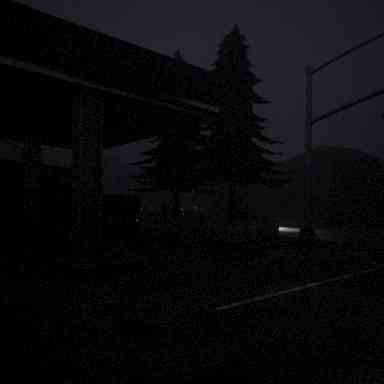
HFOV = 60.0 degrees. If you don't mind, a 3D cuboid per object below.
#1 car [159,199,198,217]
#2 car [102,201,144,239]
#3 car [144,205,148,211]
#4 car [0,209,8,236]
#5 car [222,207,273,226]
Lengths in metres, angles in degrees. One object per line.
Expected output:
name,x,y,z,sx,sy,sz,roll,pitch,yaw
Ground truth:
car,-1.339,1.540,32.653,2.097,1.767,4.553,1,0,-36
car,-4.539,1.446,18.283,1.905,1.878,3.866,1,0,-36
car,-7.487,1.664,41.317,2.033,1.411,5.357,1,0,-35
car,-11.671,1.520,18.466,2.242,1.667,4.611,1,0,-36
car,4.080,1.815,25.013,1.994,1.385,4.181,1,0,-35
